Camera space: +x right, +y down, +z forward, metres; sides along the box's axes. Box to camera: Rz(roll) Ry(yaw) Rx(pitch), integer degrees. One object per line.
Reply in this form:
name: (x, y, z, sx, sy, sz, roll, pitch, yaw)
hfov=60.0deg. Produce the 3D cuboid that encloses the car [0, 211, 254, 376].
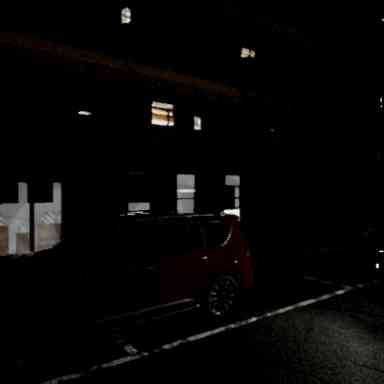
car: (-1.121, 1.315, 5.759, 5.009, 1.841, 2.192, 0, 0, -35)

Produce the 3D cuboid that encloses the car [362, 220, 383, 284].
car: (6.750, 1.222, 8.181, 5.566, 2.045, 2.150, 0, 0, -35)

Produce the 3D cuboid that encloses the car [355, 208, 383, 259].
car: (8.083, 1.441, 12.310, 4.097, 1.590, 1.967, 0, 0, -35)
